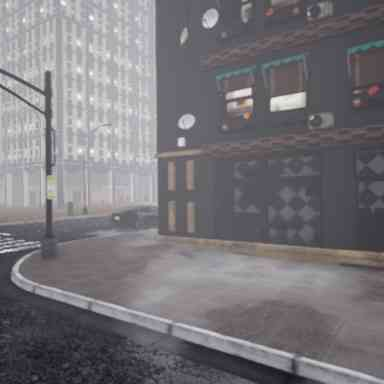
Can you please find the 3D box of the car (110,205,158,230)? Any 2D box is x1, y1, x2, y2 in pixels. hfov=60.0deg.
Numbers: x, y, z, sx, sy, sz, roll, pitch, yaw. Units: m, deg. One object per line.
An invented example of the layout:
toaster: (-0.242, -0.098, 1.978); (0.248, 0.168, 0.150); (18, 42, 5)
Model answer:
car: (-2.841, 1.407, 19.618); (1.947, 1.339, 4.313); (0, 1, 35)
